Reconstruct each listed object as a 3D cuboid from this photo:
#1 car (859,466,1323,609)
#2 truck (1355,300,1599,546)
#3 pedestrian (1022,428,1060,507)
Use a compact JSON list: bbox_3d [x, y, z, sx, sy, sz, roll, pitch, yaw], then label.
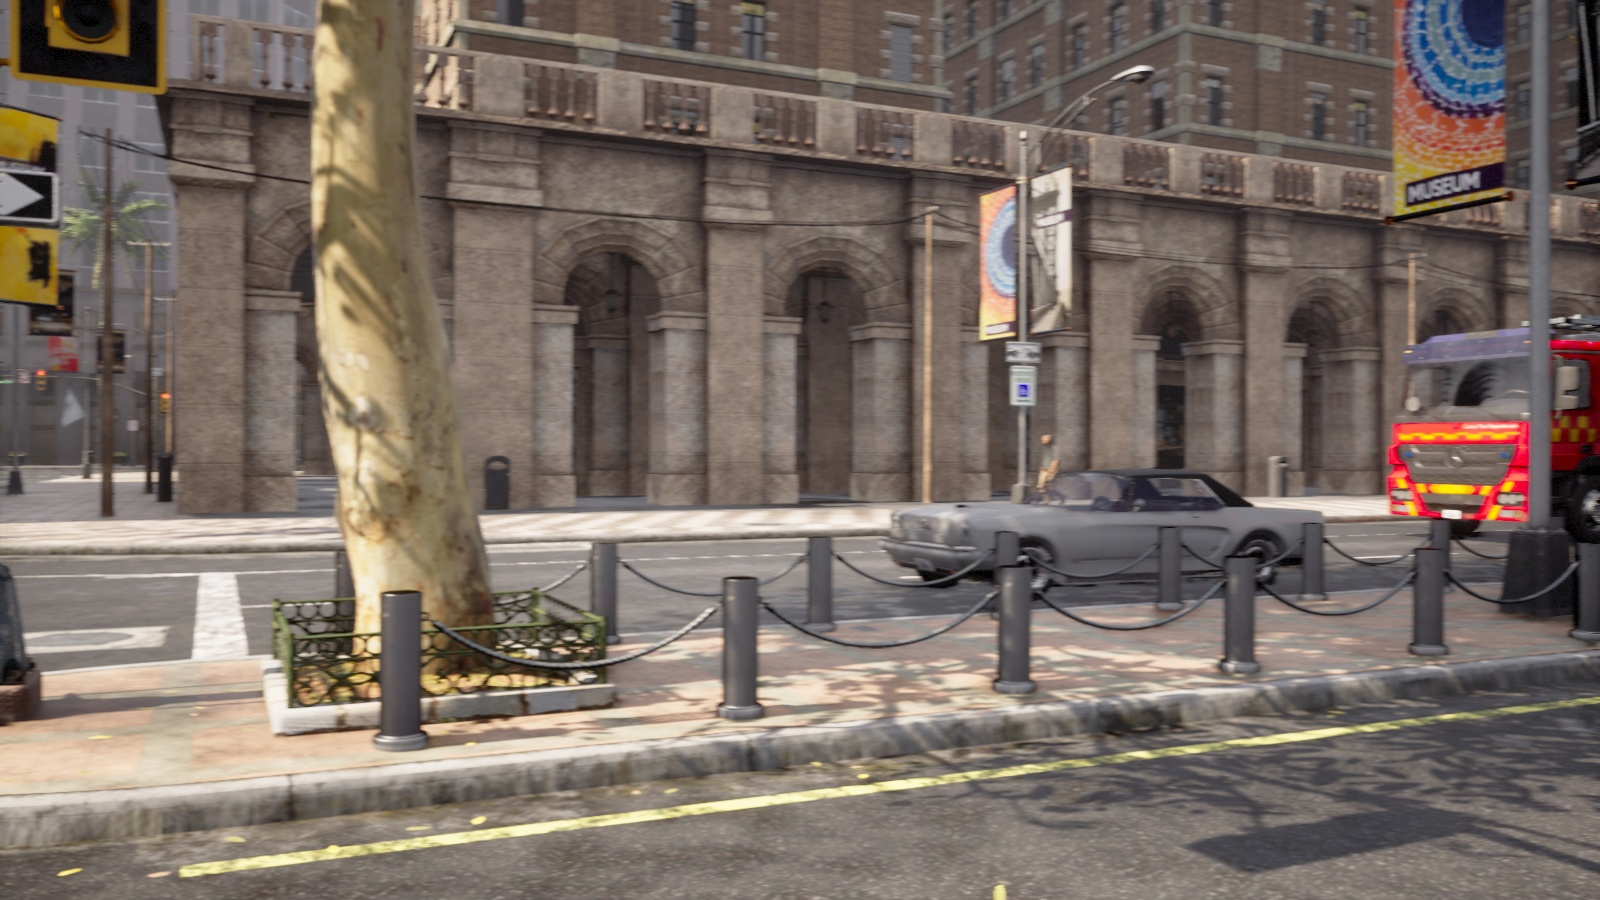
[{"bbox_3d":[3.174,0.847,13.652,4.718,1.301,1.895,0,0,-24],"label":"car"},{"bbox_3d":[14.279,-0.423,22.671,8.468,3.827,2.891,0,0,-25],"label":"truck"},{"bbox_3d":[5.705,0.408,29.778,0.694,1.848,0.540,0,0,-25],"label":"pedestrian"}]
